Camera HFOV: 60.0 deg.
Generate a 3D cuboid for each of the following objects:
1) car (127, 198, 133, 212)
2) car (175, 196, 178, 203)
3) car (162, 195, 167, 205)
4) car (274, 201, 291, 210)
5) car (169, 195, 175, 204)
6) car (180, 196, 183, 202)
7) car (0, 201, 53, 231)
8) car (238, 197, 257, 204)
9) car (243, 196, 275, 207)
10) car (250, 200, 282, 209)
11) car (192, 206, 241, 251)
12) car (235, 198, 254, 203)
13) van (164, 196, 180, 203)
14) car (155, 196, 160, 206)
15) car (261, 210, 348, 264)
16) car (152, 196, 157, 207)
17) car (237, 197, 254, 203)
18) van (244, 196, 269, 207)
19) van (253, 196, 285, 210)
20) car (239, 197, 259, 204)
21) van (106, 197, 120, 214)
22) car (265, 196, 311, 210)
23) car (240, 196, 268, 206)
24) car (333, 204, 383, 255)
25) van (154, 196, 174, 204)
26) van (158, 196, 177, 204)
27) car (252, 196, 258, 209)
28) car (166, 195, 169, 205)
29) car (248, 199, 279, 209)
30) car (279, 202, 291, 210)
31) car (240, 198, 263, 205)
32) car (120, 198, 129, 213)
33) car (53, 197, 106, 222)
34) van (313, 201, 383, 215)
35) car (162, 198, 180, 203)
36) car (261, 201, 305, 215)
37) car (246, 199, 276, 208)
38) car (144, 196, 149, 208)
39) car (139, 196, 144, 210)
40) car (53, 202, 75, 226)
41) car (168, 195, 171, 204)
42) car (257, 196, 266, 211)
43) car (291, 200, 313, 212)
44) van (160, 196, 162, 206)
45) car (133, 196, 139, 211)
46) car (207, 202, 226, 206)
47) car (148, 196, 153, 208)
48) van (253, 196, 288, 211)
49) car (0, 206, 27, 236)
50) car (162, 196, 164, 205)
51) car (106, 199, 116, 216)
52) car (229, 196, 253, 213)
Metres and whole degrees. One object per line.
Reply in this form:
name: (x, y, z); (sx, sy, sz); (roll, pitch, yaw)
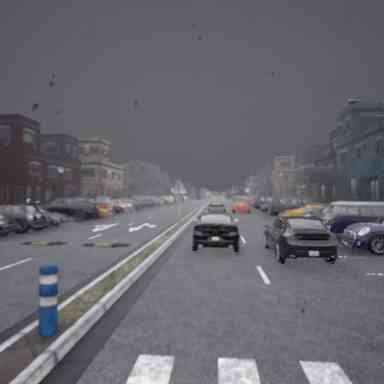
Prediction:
car: (-9.741, 1.591, 39.015); (4.553, 1.767, 2.185); (0, 0, 4)
car: (-6.813, 1.813, 77.503); (5.566, 2.045, 2.435); (0, -1, 4)
car: (-8.015, 1.912, 63.768); (5.366, 1.575, 1.946); (0, -1, 4)
car: (9.640, 1.760, 27.428); (4.892, 1.521, 2.231); (0, 0, 4)
car: (-7.000, 2.032, 74.751); (5.008, 1.535, 2.097); (0, -1, 4)
car: (-5.766, 2.201, 88.481); (5.366, 1.575, 1.946); (0, -1, 4)
car: (-11.142, 1.478, 19.761); (4.553, 1.767, 2.185); (0, 0, 4)
car: (13.858, 2.094, 82.848); (4.553, 1.767, 2.185); (0, -1, 4)
car: (12.160, 1.730, 60.684); (5.566, 2.045, 2.435); (0, -1, 4)
car: (11.556, 1.952, 52.490); (4.674, 1.452, 2.002); (0, 0, 4)
car: (1.072, 1.644, 15.048); (1.882, 1.535, 5.008); (0, -1, 4)
car: (14.734, 2.365, 93.926); (5.008, 1.535, 2.097); (0, -1, 4)
van: (-5.649, 2.051, 94.004); (4.442, 1.987, 1.878); (0, -1, 4)
car: (-8.451, 1.841, 55.505); (4.892, 1.521, 2.231); (0, 0, 4)
car: (3.910, 1.663, 12.607); (1.837, 1.490, 4.892); (0, -1, 4)
car: (-8.660, 1.818, 52.757); (4.892, 1.521, 2.231); (0, 0, 4)
car: (14.558, 2.202, 91.154); (4.553, 1.767, 2.185); (0, -1, 4)
van: (12.285, 1.781, 63.459); (4.442, 1.987, 1.878); (0, -1, 4)
van: (11.454, 1.665, 49.587); (4.442, 1.987, 1.878); (0, 0, 4)
car: (13.645, 2.061, 80.076); (4.553, 1.767, 2.185); (0, -1, 4)
van: (-10.011, 1.459, 33.506); (4.442, 1.987, 1.878); (0, 0, 4)
car: (9.877, 1.521, 30.197); (5.566, 2.045, 2.435); (0, 0, 4)
car: (12.798, 1.811, 68.994); (5.566, 2.045, 2.435); (0, -1, 4)
car: (8.602, 1.548, 13.565); (4.553, 1.767, 2.185); (0, -1, 4)
van: (-6.692, 1.871, 80.259); (4.442, 1.987, 1.878); (0, -1, 4)
van: (-6.275, 1.940, 85.756); (4.442, 1.987, 1.878); (0, -1, 4)
car: (10.940, 1.600, 44.053); (5.566, 2.045, 2.435); (0, 0, 4)
car: (-7.615, 1.944, 66.501); (4.892, 1.521, 2.231); (0, -1, 4)
car: (11.732, 1.963, 55.139); (4.792, 1.488, 2.163); (0, 0, 4)
car: (9.425, 1.745, 24.782); (5.008, 1.535, 2.097); (0, 0, 4)
car: (13.244, 2.123, 74.531); (4.892, 1.521, 2.231); (0, -1, 4)
car: (-9.925, 1.700, 36.263); (5.008, 1.535, 2.097); (0, 0, 4)
car: (-10.573, 1.402, 28.018); (5.566, 2.045, 2.435); (0, 0, 4)
van: (8.677, 1.473, 16.476); (4.442, 1.987, 1.878); (0, 0, 4)
car: (-5.740, 2.280, 91.243); (4.674, 1.452, 2.002); (0, -1, 4)
car: (10.487, 1.857, 38.576); (4.674, 1.452, 2.002); (0, 0, 4)
car: (11.968, 1.958, 57.907); (4.892, 1.521, 2.231); (0, 0, 4)
car: (-9.078, 1.775, 47.259); (4.892, 1.521, 2.231); (0, 0, 4)
car: (-9.261, 1.628, 44.509); (4.553, 1.767, 2.185); (0, 0, 4)
car: (-10.971, 1.624, 22.517); (4.892, 1.521, 2.231); (0, 0, 4)
car: (-7.442, 2.001, 69.254); (4.792, 1.488, 2.163); (0, -1, 4)
car: (10.255, 1.551, 35.869); (5.566, 2.045, 2.435); (0, 0, 4)
car: (9.240, 1.606, 21.884); (4.553, 1.767, 2.185); (0, 0, 4)
van: (-8.120, 1.640, 58.372); (4.442, 1.987, 1.878); (0, 0, 4)
car: (-9.532, 1.609, 41.764); (4.553, 1.767, 2.185); (0, 0, 4)
car: (2.660, 1.775, 35.992); (2.128, 1.511, 4.902); (0, 0, 4)
car: (-8.869, 1.795, 50.008); (4.892, 1.521, 2.231); (0, 0, 4)
van: (11.008, 1.643, 46.836); (4.442, 1.987, 1.878); (0, 0, 4)
car: (-11.380, 1.622, 17.012); (4.674, 1.452, 2.002); (0, 0, 4)
car: (-8.037, 1.929, 61.003); (4.674, 1.452, 2.002); (0, -1, 4)
car: (-10.153, 1.667, 30.750); (5.366, 1.575, 1.946); (0, 0, 4)
car: (6.131, 1.687, 42.290); (2.097, 1.767, 4.553); (0, 0, 5)
